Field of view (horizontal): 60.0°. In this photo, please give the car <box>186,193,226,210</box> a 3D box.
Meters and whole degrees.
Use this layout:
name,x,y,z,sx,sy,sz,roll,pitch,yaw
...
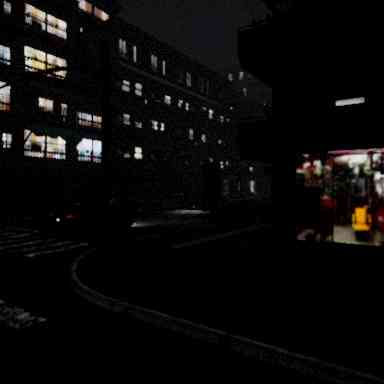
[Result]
name,x,y,z,sx,sy,sz,roll,pitch,yaw
car,1.675,0.875,31.364,2.033,1.411,5.357,1,1,35

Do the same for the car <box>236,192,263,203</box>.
name,x,y,z,sx,sy,sz,roll,pitch,yaw
car,7.700,0.661,44.343,1.802,1.307,4.206,2,2,35

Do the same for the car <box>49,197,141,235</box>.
name,x,y,z,sx,sy,sz,roll,pitch,yaw
car,-4.840,1.176,16.452,1.994,1.385,4.181,0,1,33

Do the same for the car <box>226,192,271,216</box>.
name,x,y,z,sx,sy,sz,roll,pitch,yaw
car,4.769,0.975,25.566,1.887,1.381,4.507,2,2,35

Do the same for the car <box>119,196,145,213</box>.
name,x,y,z,sx,sy,sz,roll,pitch,yaw
car,-5.486,1.007,25.935,1.947,1.339,4.313,2,2,35

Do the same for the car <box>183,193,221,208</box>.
name,x,y,z,sx,sy,sz,roll,pitch,yaw
car,1.161,0.826,35.105,1.947,1.339,4.313,2,2,35

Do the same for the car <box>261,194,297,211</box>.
name,x,y,z,sx,sy,sz,roll,pitch,yaw
car,7.981,0.921,30.228,1.802,1.307,4.206,2,2,35
